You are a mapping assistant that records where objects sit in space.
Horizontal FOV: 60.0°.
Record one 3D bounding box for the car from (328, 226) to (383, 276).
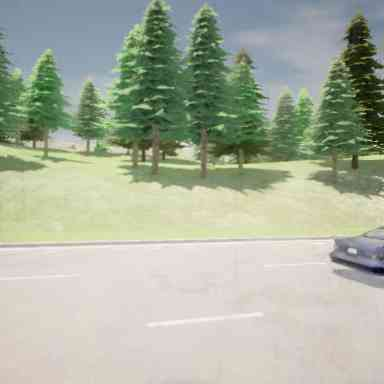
[{"bbox_3d":[6.527,1.598,9.254,5.357,1.411,2.033,1,0,-16],"label":"car"}]
